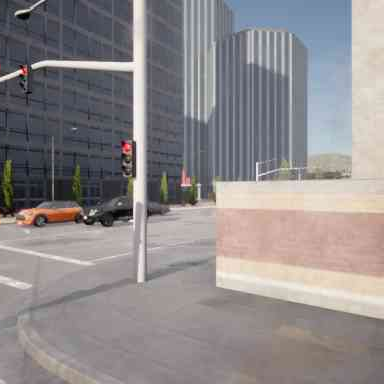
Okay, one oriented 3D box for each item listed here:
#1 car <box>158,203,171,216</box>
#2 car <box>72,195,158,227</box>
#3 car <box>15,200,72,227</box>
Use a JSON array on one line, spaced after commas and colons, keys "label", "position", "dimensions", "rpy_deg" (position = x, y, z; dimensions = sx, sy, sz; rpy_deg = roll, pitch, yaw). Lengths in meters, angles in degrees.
[{"label": "car", "position": [-4.222, 1.602, 30.994], "dimensions": [2.033, 1.411, 5.357], "rpy_deg": [0, 0, 36]}, {"label": "car", "position": [-5.239, 1.274, 23.582], "dimensions": [2.150, 2.045, 5.566], "rpy_deg": [0, 0, 36]}, {"label": "car", "position": [-9.792, 1.407, 23.239], "dimensions": [2.097, 1.767, 4.553], "rpy_deg": [0, 0, 36]}]
